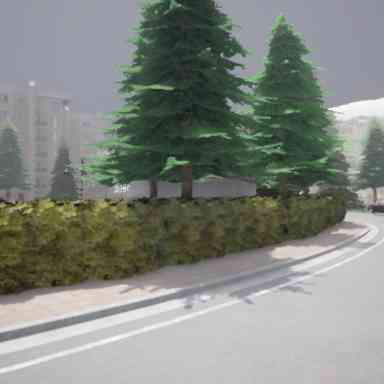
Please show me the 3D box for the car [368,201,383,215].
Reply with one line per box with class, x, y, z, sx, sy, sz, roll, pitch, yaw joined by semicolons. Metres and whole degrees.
car;19.908;1.648;33.848;2.128;1.511;4.902;0;0;-2
